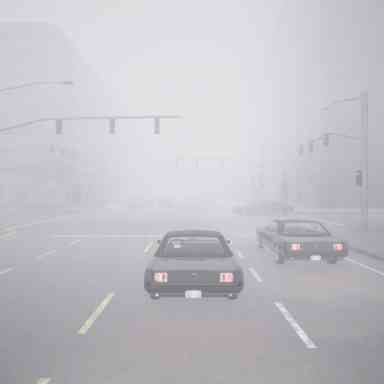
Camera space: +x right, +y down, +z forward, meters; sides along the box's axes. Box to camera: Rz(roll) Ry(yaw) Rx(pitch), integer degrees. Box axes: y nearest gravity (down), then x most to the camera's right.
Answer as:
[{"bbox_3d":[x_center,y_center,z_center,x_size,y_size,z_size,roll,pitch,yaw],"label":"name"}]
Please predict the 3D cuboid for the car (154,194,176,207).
[{"bbox_3d":[-4.006,1.492,50.457,2.128,1.511,4.902,0,0,0],"label":"car"}]

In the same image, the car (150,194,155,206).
[{"bbox_3d":[-7.498,1.526,54.516,1.812,1.442,4.674,0,0,1],"label":"car"}]

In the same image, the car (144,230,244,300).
[{"bbox_3d":[0.044,1.601,8.369,1.895,1.301,4.718,0,0,0],"label":"car"}]

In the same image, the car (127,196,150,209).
[{"bbox_3d":[-7.550,1.352,45.769,2.097,1.767,4.553,0,0,1],"label":"car"}]

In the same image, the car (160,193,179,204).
[{"bbox_3d":[-3.935,1.221,60.152,2.150,2.045,5.566,0,0,1],"label":"car"}]

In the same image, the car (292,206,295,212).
[{"bbox_3d":[8.465,1.646,35.439,4.718,1.301,1.895,1,0,17],"label":"car"}]

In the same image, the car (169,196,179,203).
[{"bbox_3d":[-3.770,1.552,70.064,1.994,1.385,4.181,0,0,1],"label":"car"}]

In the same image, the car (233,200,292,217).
[{"bbox_3d":[6.282,1.515,30.878,5.008,1.535,1.882,1,0,0],"label":"car"}]

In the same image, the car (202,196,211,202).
[{"bbox_3d":[3.270,1.553,73.794,1.994,1.385,4.181,0,0,1],"label":"car"}]

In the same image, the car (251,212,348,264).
[{"bbox_3d":[3.551,1.601,11.754,1.895,1.301,4.718,0,0,0],"label":"car"}]

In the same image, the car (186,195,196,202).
[{"bbox_3d":[-0.235,1.355,72.809,2.097,1.767,4.553,0,0,1],"label":"car"}]

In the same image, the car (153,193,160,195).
[{"bbox_3d":[-7.294,1.220,68.372,2.150,2.045,5.566,0,0,1],"label":"car"}]
